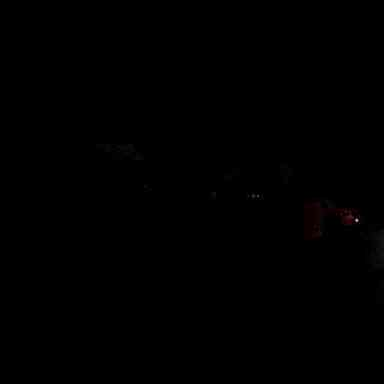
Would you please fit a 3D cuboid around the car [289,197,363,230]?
[{"bbox_3d":[8.240,1.375,22.066,2.150,2.045,5.566,2,-2,-35],"label":"car"}]

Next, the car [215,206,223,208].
[{"bbox_3d":[2.333,1.826,30.434,2.033,1.411,5.357,2,-2,-36],"label":"car"}]

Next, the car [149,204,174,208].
[{"bbox_3d":[-3.623,1.737,38.556,2.097,1.767,4.553,3,-2,-37],"label":"car"}]
